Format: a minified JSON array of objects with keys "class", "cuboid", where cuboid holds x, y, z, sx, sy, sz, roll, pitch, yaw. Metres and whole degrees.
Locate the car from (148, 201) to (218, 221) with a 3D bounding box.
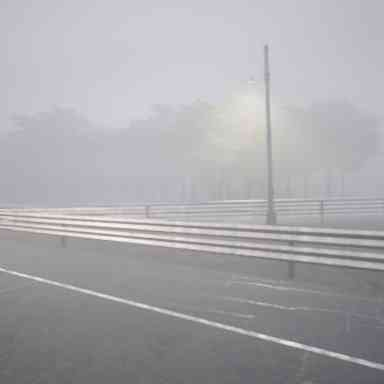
[{"class":"car","cuboid":[-0.728,1.378,24.932,5.357,1.411,2.033,-2,-1,5]}]
